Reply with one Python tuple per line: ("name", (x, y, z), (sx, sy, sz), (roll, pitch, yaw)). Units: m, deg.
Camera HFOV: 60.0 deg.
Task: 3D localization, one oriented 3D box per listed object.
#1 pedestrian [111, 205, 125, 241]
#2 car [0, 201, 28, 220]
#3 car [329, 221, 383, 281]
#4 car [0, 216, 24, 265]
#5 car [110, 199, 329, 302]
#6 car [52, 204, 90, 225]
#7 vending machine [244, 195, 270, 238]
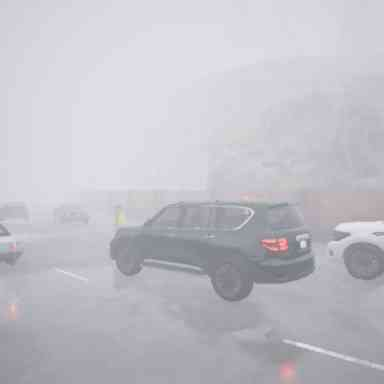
("pedestrian", (-2.605, 1.294, 11.961), (0.375, 1.860, 0.375), (0, 0, 45))
("car", (-14.770, 1.477, 27.680), (1.882, 1.535, 5.008), (0, 0, -29))
("car", (6.368, 1.225, 8.180), (5.566, 2.045, 2.150), (1, 0, 36))
("car", (-7.157, 1.601, 10.781), (1.895, 1.301, 4.718), (0, 0, -43))
("car", (0.240, 1.214, 8.559), (5.566, 2.045, 2.150), (-1, -1, 40))
("car", (-8.938, 1.548, 24.408), (2.033, 1.411, 5.357), (0, 0, -31))
("vending machine", (3.308, 1.195, 16.911), (0.880, 2.100, 1.100), (0, 0, 44))
